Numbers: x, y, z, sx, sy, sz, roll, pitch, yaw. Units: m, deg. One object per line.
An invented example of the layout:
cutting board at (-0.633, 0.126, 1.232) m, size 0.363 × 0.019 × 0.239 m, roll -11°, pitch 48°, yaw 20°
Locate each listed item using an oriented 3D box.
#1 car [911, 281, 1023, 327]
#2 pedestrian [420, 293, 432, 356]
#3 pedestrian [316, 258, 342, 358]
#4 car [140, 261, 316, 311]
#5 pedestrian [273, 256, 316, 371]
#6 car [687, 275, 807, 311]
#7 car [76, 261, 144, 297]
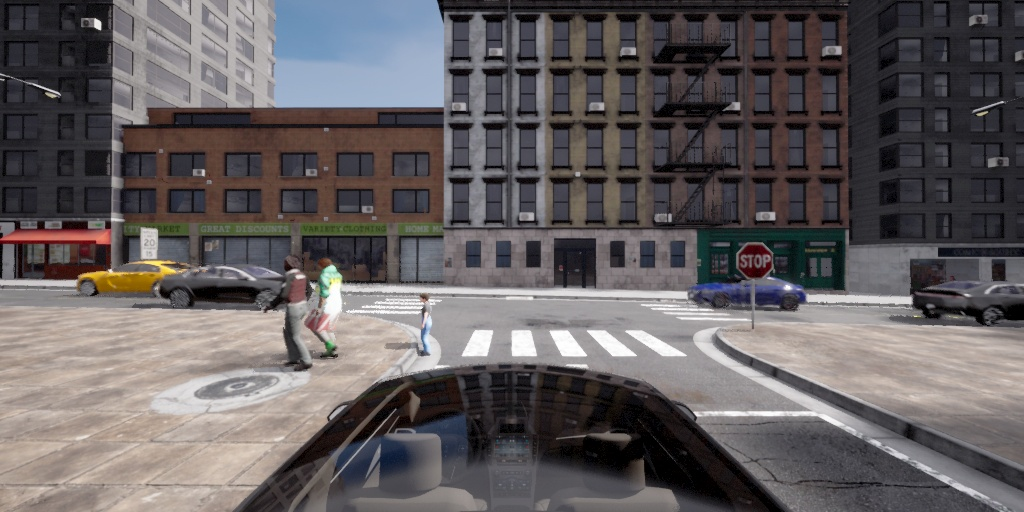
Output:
car at (17.283, 1.654, 12.723) m, size 4.902 × 1.511 × 2.128 m, roll 1°, pitch 0°, yaw 0°
pedestrian at (-1.741, 1.325, 7.279) m, size 0.375 × 1.300 × 0.375 m, roll 0°, pitch 0°, yaw 0°
pedestrian at (-3.330, 0.894, 6.525) m, size 0.375 × 1.860 × 0.375 m, roll 0°, pitch 0°, yaw 0°
car at (-9.641, 1.067, 12.808) m, size 4.902 × 1.511 × 2.128 m, roll 1°, pitch 0°, yaw 0°
pedestrian at (-3.511, 0.892, 5.808) m, size 0.375 × 1.860 × 0.375 m, roll 0°, pitch 0°, yaw 0°
car at (10.203, 1.542, 15.695) m, size 4.674 × 1.442 × 1.812 m, roll 1°, pitch 0°, yaw 0°
car at (-15.978, 0.961, 15.777) m, size 5.008 × 1.535 × 1.882 m, roll 1°, pitch 0°, yaw 0°
